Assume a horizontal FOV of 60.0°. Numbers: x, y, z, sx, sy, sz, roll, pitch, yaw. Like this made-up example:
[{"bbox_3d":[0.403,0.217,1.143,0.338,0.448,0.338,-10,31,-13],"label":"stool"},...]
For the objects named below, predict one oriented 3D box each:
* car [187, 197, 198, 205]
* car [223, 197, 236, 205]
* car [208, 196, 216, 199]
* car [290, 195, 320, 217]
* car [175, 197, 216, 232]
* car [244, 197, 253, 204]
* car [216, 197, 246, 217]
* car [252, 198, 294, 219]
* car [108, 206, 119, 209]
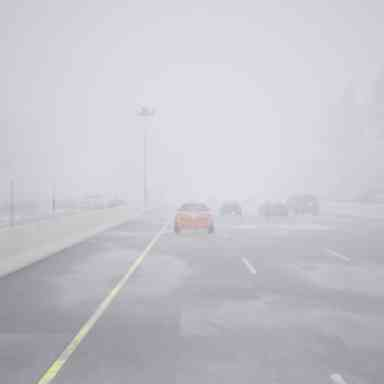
[{"bbox_3d":[0.127,1.621,60.729,1.812,1.442,4.674,0,0,1],"label":"car"},{"bbox_3d":[7.191,1.664,64.195,1.994,1.385,4.181,0,0,1],"label":"car"},{"bbox_3d":[3.657,1.450,62.673,2.097,1.767,4.553,0,0,1],"label":"car"},{"bbox_3d":[10.601,1.273,32.594,2.150,2.045,5.566,0,0,0],"label":"car"},{"bbox_3d":[0.101,1.383,20.221,2.097,1.767,4.553,0,0,0],"label":"car"},{"bbox_3d":[10.648,1.590,62.546,2.128,1.511,4.902,0,0,1],"label":"car"},{"bbox_3d":[3.601,1.556,31.790,1.837,1.490,4.892,0,0,0],"label":"car"},{"bbox_3d":[7.100,1.538,29.740,2.128,1.511,4.902,0,0,0],"label":"car"},{"bbox_3d":[-10.545,1.637,47.204,1.994,1.385,4.181,0,0,1],"label":"car"}]
